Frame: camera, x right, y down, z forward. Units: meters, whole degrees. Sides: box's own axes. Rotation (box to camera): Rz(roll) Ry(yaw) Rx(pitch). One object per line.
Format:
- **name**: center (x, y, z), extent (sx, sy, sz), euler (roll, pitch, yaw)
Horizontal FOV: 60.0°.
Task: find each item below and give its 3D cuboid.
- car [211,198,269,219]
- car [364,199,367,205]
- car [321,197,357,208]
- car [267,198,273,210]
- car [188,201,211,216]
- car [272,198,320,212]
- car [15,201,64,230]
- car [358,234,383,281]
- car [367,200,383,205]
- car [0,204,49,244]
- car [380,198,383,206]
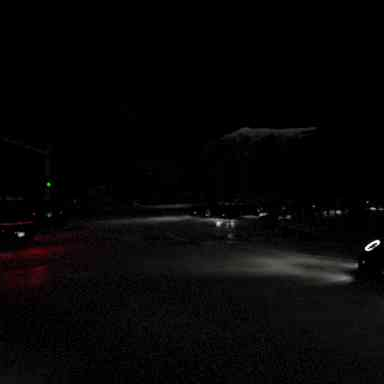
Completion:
- **car**: center (4.277, 1.504, 29.157), extent (2.033, 1.411, 5.357), euler (0, 0, 41)
- **car**: center (23.652, 1.465, 48.736), extent (4.892, 1.490, 1.837), euler (0, 0, -29)
- **car**: center (18.605, 1.489, 41.473), extent (4.674, 1.442, 1.812), euler (0, 0, -35)
- **car**: center (8.555, 1.427, 38.067), extent (5.008, 1.535, 1.882), euler (0, 0, -41)
- **car**: center (1.794, 1.548, 31.541), extent (1.895, 1.301, 4.718), euler (0, 0, 43)
- **car**: center (11.269, 1.450, 35.816), extent (4.902, 1.511, 2.128), euler (0, 0, -40)
- **car**: center (-9.522, 1.302, 19.386), extent (4.553, 1.767, 2.097), euler (0, 0, 35)
- **car**: center (6.528, 1.355, 7.932), extent (4.553, 1.767, 2.097), euler (0, 0, 36)
- **car**: center (27.098, 1.535, 46.566), extent (4.181, 1.385, 1.994), euler (0, 0, -27)
- **car**: center (-8.699, 1.453, 14.500), extent (4.902, 1.511, 2.128), euler (0, 0, 36)
- **car**: center (32.564, 1.571, 53.069), extent (4.718, 1.301, 1.895), euler (0, 0, -22)
